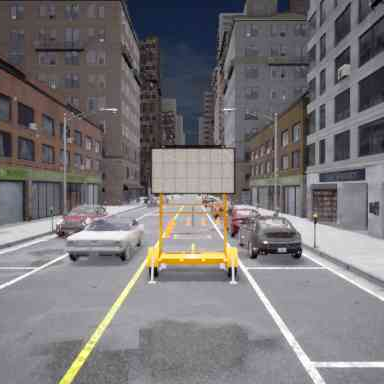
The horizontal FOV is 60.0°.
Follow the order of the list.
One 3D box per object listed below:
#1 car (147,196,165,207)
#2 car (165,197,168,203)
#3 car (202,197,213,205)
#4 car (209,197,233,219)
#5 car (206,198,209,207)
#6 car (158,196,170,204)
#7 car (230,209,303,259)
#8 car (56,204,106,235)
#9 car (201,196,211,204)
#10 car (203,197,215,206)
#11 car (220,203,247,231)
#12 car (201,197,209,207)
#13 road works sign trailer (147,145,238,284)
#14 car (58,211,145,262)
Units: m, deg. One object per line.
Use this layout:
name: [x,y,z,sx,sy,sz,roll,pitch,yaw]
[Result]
car: [-5.691,1.459,50.974,1.967,1.590,4.097,-1,0,0]
car: [-5.680,1.589,56.480,1.947,1.339,4.313,-1,0,0]
car: [2.854,1.573,61.971,1.887,1.381,4.507,-1,0,0]
car: [2.798,1.445,28.940,1.967,1.590,4.097,-1,0,0]
car: [2.809,1.552,34.445,1.887,1.381,4.507,-1,0,0]
car: [-5.662,1.578,67.490,1.887,1.381,4.507,-1,0,0]
car: [2.773,1.550,12.424,2.008,1.369,4.403,-1,0,0]
car: [-5.744,1.441,17.944,1.967,1.590,4.097,-1,0,0]
car: [2.862,1.578,67.476,1.887,1.381,4.507,-1,0,0]
car: [2.845,1.568,56.465,1.887,1.381,4.507,-1,0,0]
car: [2.782,1.546,17.930,1.887,1.381,4.507,-1,0,0]
car: [2.836,1.585,50.961,1.947,1.339,4.313,-1,0,0]
road works sign trailer: [0.028,0.464,9.567,2.380,3.560,2.880,0,0,0]
car: [-2.980,1.600,12.315,1.895,1.301,4.718,0,0,0]
